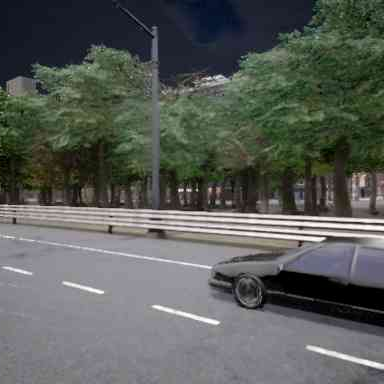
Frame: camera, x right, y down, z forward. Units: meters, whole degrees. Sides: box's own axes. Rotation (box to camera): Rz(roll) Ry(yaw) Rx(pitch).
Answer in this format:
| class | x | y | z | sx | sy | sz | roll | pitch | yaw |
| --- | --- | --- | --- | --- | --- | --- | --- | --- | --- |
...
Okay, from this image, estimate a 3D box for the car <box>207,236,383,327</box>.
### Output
| class | x | y | z | sx | sy | sz | roll | pitch | yaw |
| --- | --- | --- | --- | --- | --- | --- | --- | --- | --- |
| car | 2.932 | 1.549 | 6.079 | 5.357 | 1.411 | 2.033 | 0 | 0 | 36 |
